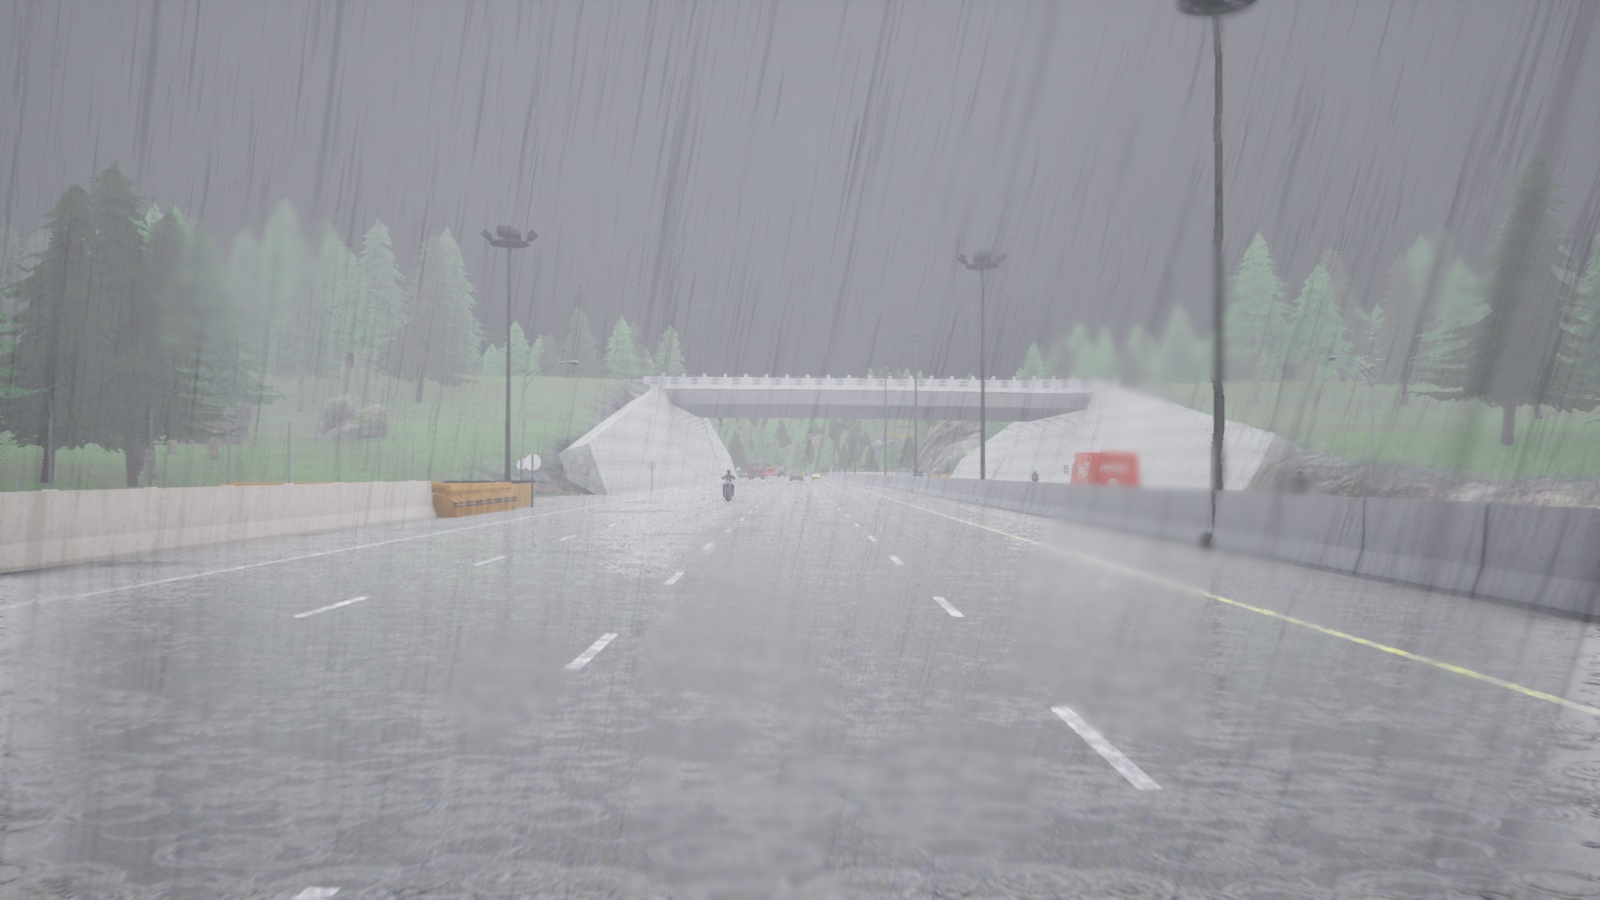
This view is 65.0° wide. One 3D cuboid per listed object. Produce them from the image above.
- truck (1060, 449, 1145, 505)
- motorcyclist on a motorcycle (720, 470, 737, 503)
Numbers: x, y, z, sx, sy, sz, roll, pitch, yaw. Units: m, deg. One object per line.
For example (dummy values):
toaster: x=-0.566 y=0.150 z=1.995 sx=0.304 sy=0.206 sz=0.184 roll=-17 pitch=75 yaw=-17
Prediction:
truck: x=13.858 y=1.234 z=57.905 sx=2.627 sy=2.467 sz=5.204 roll=0 pitch=-1 yaw=0
motorcyclist on a motorcycle: x=-3.656 y=1.848 z=64.349 sx=0.766 sy=1.649 sz=2.350 roll=0 pitch=-1 yaw=0
